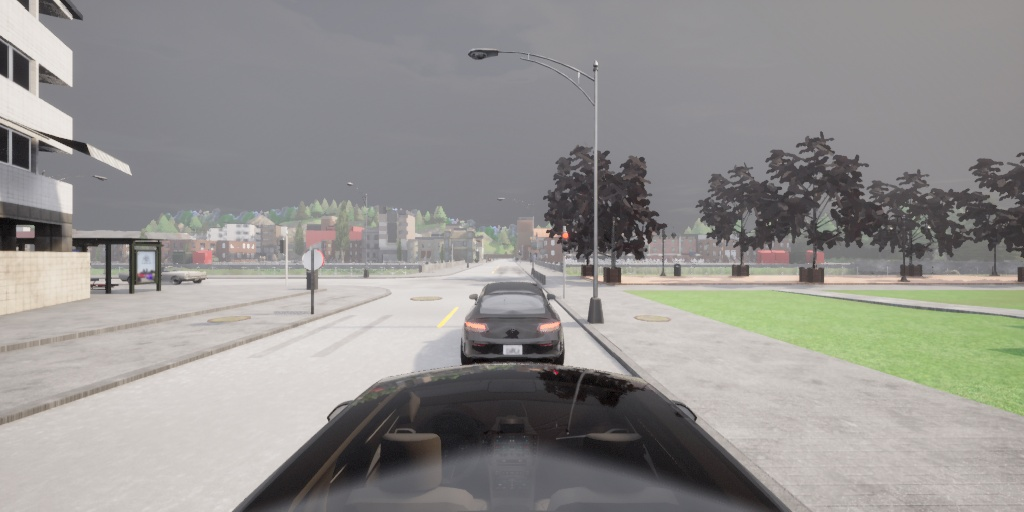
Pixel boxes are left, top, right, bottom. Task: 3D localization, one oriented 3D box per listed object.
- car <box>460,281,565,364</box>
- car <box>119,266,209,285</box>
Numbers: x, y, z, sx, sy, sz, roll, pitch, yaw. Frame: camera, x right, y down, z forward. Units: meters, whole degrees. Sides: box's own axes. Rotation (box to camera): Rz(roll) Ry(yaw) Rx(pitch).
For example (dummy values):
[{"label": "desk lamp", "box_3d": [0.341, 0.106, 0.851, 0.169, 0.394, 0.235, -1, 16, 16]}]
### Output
[{"label": "car", "box_3d": [0.007, 1.276, 7.806, 1.812, 1.442, 4.674, 0, 0, 0]}, {"label": "car", "box_3d": [-24.466, 1.351, 25.300, 4.718, 1.301, 1.895, 0, 0, 0]}]
